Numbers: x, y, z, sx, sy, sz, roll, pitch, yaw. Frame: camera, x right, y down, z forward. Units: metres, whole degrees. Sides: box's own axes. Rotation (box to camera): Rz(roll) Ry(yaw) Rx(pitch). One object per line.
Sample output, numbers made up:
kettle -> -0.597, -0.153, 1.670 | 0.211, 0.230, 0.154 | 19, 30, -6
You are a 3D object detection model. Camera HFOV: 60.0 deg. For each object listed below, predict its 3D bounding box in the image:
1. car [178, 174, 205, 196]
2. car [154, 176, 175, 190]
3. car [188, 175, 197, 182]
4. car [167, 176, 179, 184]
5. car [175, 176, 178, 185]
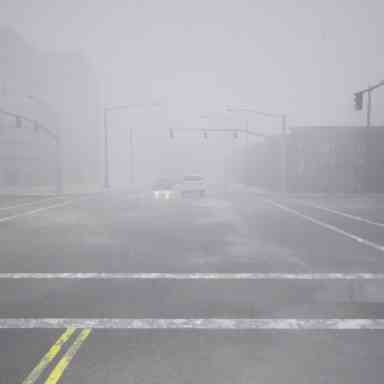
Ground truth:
car -> 0.117, -0.763, 33.504 | 2.150, 2.045, 5.566 | 0, 4, 2
car -> -3.541, -0.950, 41.401 | 1.994, 1.385, 4.181 | 0, 4, 0
car -> 0.097, -2.950, 70.872 | 1.994, 1.385, 4.181 | 0, 4, 0
car -> -3.482, -2.259, 61.427 | 1.895, 1.301, 4.718 | 0, 4, 0
car -> -3.524, -1.675, 51.308 | 1.837, 1.490, 4.892 | 0, 4, 0
